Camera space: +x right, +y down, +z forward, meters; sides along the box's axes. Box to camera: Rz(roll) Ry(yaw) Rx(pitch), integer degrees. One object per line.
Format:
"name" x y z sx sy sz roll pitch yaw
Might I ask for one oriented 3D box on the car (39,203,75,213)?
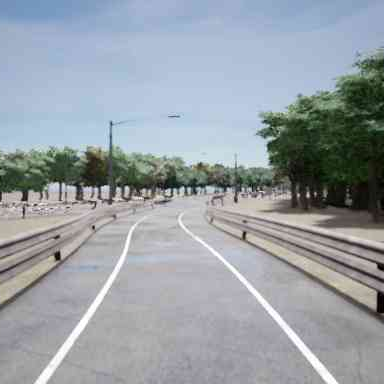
"car" -18.950 2.222 47.008 1.895 1.301 4.718 0 1 33

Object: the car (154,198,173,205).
"car" -5.821 1.813 67.209 1.895 1.301 4.718 0 1 33

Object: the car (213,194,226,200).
"car" 7.246 1.298 87.316 1.882 1.535 5.008 0 1 33
